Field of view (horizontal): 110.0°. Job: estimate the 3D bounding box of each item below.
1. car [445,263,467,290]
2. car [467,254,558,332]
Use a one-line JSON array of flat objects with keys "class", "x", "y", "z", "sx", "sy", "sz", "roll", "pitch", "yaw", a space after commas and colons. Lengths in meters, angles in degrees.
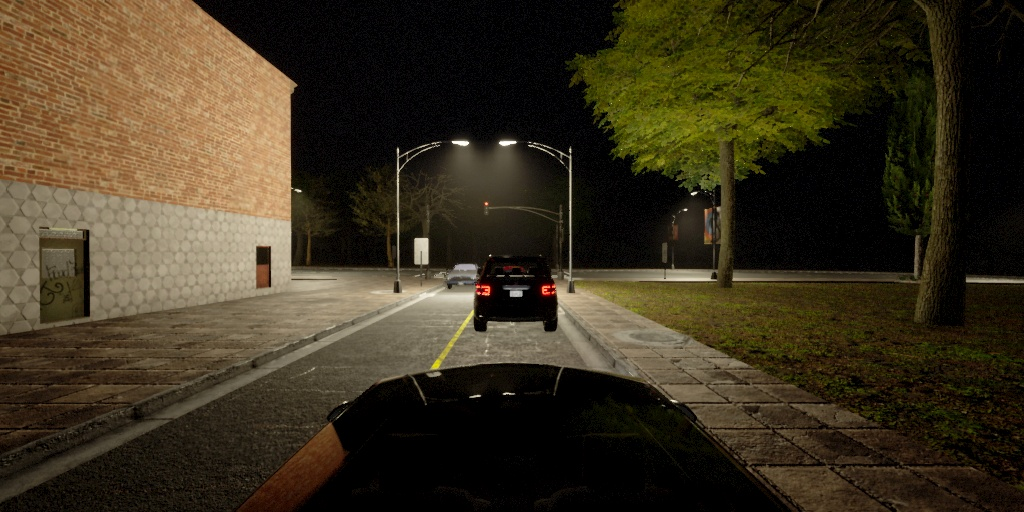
[{"class": "car", "x": -2.783, "y": 1.136, "z": 22.160, "sx": 2.033, "sy": 1.411, "sz": 5.357, "roll": 0, "pitch": 0, "yaw": 0}, {"class": "car", "x": 0.086, "y": 0.980, "z": 11.050, "sx": 2.150, "sy": 2.045, "sz": 5.566, "roll": 0, "pitch": 0, "yaw": 0}]
